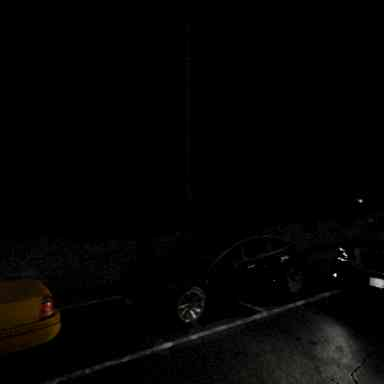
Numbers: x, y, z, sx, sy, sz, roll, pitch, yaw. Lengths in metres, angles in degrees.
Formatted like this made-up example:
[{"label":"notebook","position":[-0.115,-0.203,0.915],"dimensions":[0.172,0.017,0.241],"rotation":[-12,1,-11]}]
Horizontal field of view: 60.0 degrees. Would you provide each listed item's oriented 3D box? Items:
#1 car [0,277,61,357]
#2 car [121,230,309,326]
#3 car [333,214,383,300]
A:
[{"label":"car","position":[-4.066,1.534,3.641],"dimensions":[4.829,1.417,1.752],"rotation":[0,0,-35]},{"label":"car","position":[0.673,1.540,7.018],"dimensions":[4.313,1.339,1.947],"rotation":[0,0,-35]},{"label":"car","position":[5.408,1.171,7.232],"dimensions":[5.566,2.045,2.150],"rotation":[0,0,-35]}]
